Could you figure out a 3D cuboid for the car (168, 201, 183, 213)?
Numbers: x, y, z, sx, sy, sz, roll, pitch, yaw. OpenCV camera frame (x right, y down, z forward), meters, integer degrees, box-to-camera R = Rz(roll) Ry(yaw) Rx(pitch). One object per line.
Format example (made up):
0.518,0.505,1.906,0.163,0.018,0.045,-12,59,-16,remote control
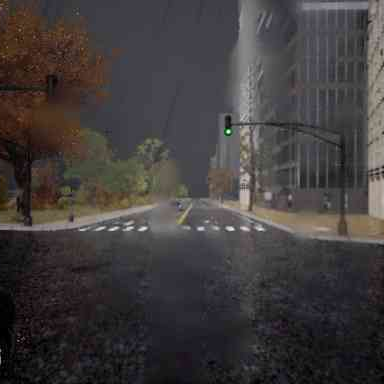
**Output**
-2.448,2.115,49.906,2.097,1.767,4.553,0,-1,1,car

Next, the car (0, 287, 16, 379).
-3.189,1.577,2.320,1.837,1.490,4.892,0,-1,1,car
